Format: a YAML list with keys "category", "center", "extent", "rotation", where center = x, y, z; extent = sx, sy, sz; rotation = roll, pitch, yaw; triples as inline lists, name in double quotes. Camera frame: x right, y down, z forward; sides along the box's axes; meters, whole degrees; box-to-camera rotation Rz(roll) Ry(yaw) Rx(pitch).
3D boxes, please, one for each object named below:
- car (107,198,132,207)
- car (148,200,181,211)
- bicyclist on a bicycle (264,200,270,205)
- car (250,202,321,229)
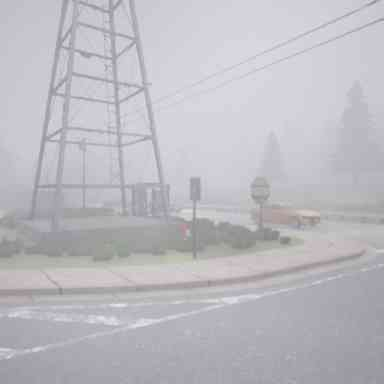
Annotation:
- category: "car"
  center: [-10.304, 1.539, 46.544]
  extent: [4.181, 1.385, 1.994]
  rotation: [0, 0, 8]
- category: "car"
  center: [-2.963, 1.480, 35.331]
  extent: [2.128, 1.511, 4.902]
  rotation: [0, 0, -35]
- category: "bicyclist on a bicycle"
  center: [7.300, 1.371, 32.690]
  extent: [1.656, 1.620, 0.582]
  rotation: [-7, 4, -34]
- category: "car"
  center: [6.076, 1.454, 22.041]
  extent: [1.882, 1.535, 5.008]
  rotation: [0, 0, -34]
